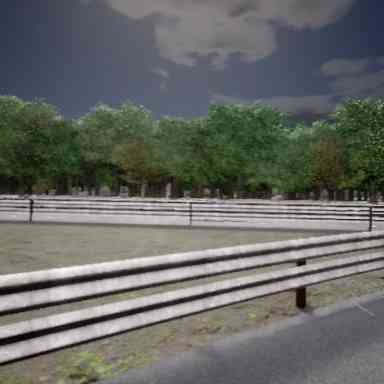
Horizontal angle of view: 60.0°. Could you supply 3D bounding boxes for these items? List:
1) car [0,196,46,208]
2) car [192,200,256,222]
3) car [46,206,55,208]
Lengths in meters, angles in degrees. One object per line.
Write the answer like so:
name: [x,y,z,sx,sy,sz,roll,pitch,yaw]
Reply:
car: [-16.360,1.075,30.536,4.674,1.442,1.812,1,0,7]
car: [2.337,1.348,24.869,4.902,1.511,2.128,1,0,7]
car: [-16.329,1.136,34.056,4.181,1.385,1.994,1,0,7]
